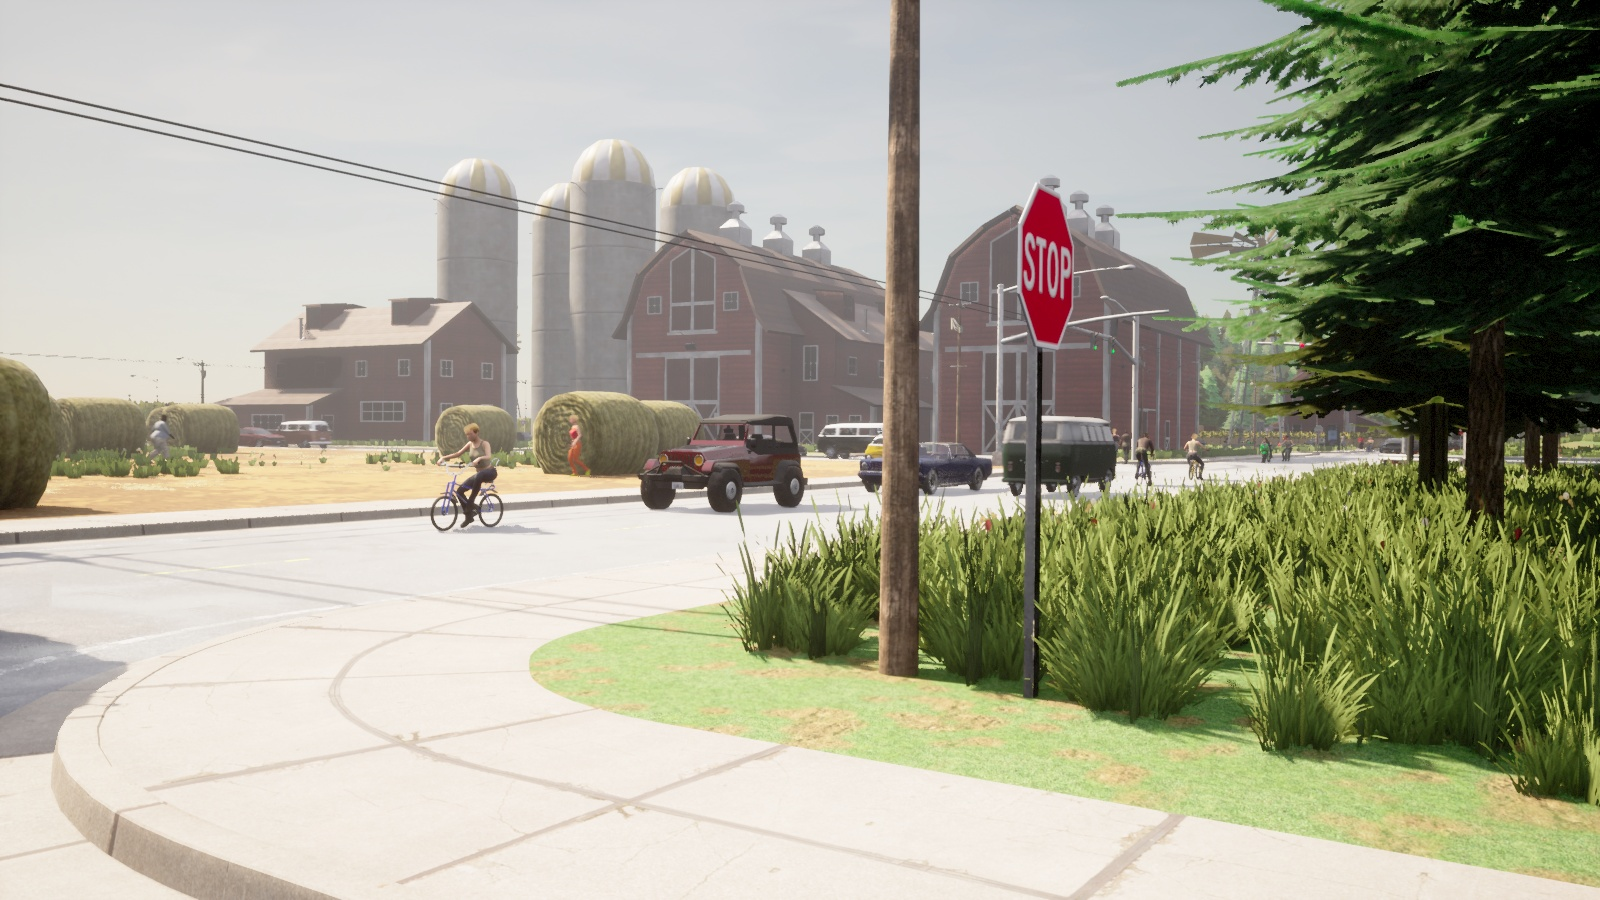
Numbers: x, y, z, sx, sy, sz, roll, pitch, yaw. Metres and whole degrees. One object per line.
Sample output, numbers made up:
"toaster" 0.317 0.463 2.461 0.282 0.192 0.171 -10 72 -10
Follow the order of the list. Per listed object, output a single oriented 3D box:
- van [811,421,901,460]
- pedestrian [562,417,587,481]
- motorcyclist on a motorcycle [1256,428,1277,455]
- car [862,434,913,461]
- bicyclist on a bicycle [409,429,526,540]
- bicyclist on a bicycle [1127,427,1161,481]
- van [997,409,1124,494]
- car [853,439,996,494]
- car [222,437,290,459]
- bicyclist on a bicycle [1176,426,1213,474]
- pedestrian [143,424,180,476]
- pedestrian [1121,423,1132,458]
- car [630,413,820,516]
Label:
"van" 3.118 -0.532 69.794 4.480 2.038 2.069 -1 1 30
"pedestrian" -6.483 -0.035 36.109 0.594 1.836 0.345 -1 1 -34
"motorcyclist on a motorcycle" 26.969 -0.487 72.584 0.797 1.523 2.044 0 1 31
"car" 4.517 -0.138 64.968 2.207 1.376 1.481 0 1 30
"bicyclist on a bicycle" -5.018 0.488 19.032 0.866 1.612 1.509 0 1 31
"bicyclist on a bicycle" 10.448 0.104 38.093 0.582 1.620 1.656 0 1 31
"van" 6.654 0.022 31.740 1.775 1.987 4.442 0 1 31
"car" 3.359 0.385 33.049 1.895 1.301 4.718 0 1 31
"car" -38.942 -0.157 89.867 5.008 1.535 1.882 0 1 30
"bicyclist on a bicycle" 13.684 -0.015 43.524 0.866 1.612 1.509 0 1 31
"pedestrian" -23.014 -0.018 45.272 0.874 1.855 0.900 0 1 39
"pedestrian" 16.622 -0.483 63.992 0.328 1.805 0.869 0 1 28
"car" -1.407 0.233 25.069 1.905 1.878 3.866 0 1 31
